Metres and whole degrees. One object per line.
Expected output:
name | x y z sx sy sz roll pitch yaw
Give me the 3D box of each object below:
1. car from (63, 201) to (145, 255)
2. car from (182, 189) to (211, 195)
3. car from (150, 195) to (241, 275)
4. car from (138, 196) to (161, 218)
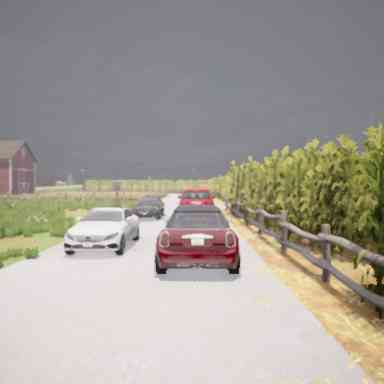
car | -3.085 1.273 12.257 1.812 1.442 4.674 0 1 1
car | 0.275 0.798 20.871 2.150 2.045 5.566 0 1 1
car | 0.157 1.149 9.937 2.097 1.767 4.553 0 1 1
car | -2.908 1.069 22.786 1.837 1.490 4.892 0 1 1
